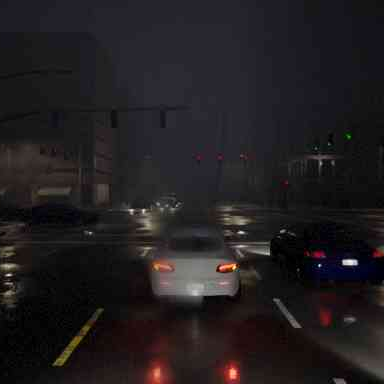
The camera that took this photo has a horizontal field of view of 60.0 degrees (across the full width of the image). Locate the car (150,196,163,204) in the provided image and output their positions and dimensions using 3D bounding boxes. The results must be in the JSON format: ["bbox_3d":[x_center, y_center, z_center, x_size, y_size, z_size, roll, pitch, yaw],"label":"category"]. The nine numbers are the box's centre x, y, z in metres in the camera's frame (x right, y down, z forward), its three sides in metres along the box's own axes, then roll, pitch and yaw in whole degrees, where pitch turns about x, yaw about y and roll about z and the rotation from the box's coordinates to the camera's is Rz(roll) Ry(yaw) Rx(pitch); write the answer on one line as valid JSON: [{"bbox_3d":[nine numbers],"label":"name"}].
[{"bbox_3d":[-6.995,1.564,65.825,1.994,1.385,4.181,0,0,1],"label":"car"}]

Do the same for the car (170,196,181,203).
[{"bbox_3d":[-3.458,1.553,70.428,1.994,1.385,4.181,0,0,0],"label":"car"}]

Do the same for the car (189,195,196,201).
[{"bbox_3d":[0.052,1.493,87.208,1.812,1.442,4.674,0,0,0],"label":"car"}]

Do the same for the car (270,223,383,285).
[{"bbox_3d":[3.584,1.564,9.538,1.994,1.385,4.181,0,0,0],"label":"car"}]

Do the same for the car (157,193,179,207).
[{"bbox_3d":[-3.557,1.222,50.588,2.150,2.045,5.566,0,0,0],"label":"car"}]

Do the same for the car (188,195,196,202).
[{"bbox_3d":[0.047,1.518,77.881,2.128,1.511,4.902,0,0,0],"label":"car"}]

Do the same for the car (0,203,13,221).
[{"bbox_3d":[-14.918,1.509,25.798,4.181,1.385,1.994,0,0,1],"label":"car"}]

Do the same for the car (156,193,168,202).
[{"bbox_3d":[-6.954,1.224,77.349,2.150,2.045,5.566,0,0,0],"label":"car"}]

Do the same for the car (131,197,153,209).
[{"bbox_3d":[-7.095,1.478,46.105,1.882,1.535,5.008,0,0,1],"label":"car"}]

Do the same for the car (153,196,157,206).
[{"bbox_3d":[-7.053,1.547,55.869,2.033,1.411,5.357,0,0,0],"label":"car"}]

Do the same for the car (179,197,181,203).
[{"bbox_3d":[-3.534,1.478,60.591,1.882,1.535,5.008,0,0,0],"label":"car"}]

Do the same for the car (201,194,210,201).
[{"bbox_3d":[3.552,1.316,86.961,2.097,1.767,4.553,0,0,0],"label":"car"}]

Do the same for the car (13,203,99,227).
[{"bbox_3d":[-8.762,1.465,22.199,5.008,1.535,1.882,0,0,1],"label":"car"}]

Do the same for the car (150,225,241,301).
[{"bbox_3d":[0.075,1.526,8.171,1.812,1.442,4.674,0,0,0],"label":"car"}]

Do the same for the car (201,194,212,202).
[{"bbox_3d":[3.547,1.546,78.436,1.994,1.385,4.181,0,0,0],"label":"car"}]
